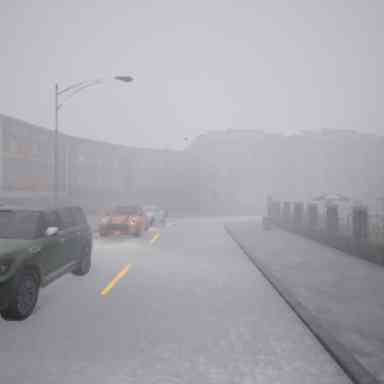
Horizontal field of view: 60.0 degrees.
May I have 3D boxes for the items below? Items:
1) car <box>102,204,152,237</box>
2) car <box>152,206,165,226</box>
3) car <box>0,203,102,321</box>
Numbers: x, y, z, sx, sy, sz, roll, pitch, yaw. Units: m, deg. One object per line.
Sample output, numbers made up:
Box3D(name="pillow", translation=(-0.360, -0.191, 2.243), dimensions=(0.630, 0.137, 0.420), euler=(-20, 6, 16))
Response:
Box3D(name="car", translation=(-3.848, 1.566, 19.493), dimensions=(2.097, 1.767, 4.553), euler=(0, -1, 1))
Box3D(name="car", translation=(-3.432, 1.819, 26.362), dimensions=(1.812, 1.442, 4.674), euler=(0, -1, 12))
Box3D(name="car", translation=(-4.054, 1.309, 7.836), dimensions=(2.150, 2.045, 5.566), euler=(0, -1, 0))
